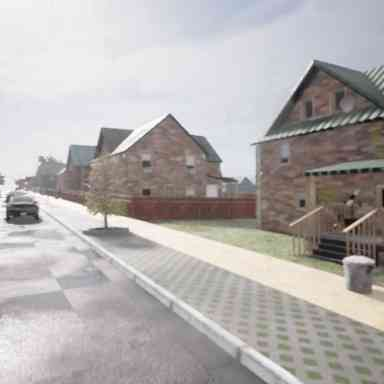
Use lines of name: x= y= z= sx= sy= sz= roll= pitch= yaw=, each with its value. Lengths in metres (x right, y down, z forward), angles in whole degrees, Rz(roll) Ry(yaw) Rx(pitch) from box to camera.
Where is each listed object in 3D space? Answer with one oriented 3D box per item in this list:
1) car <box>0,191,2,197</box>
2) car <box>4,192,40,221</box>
car: x=-35.247 y=0.163 z=59.654 sx=2.128 sy=1.511 sz=4.902 roll=0 pitch=1 yaw=-29
car: x=-11.276 y=0.996 z=22.109 sx=1.837 sy=1.490 sz=4.892 roll=0 pitch=2 yaw=-29
